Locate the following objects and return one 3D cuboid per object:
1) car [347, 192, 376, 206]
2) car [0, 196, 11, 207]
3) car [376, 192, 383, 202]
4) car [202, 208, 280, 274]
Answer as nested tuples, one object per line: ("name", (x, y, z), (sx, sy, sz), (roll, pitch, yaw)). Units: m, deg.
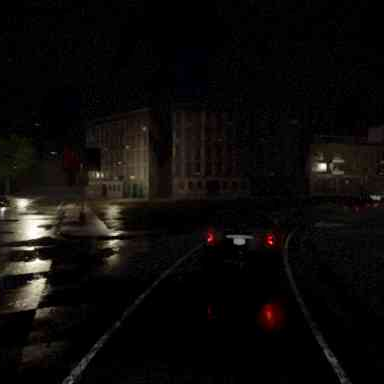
("car", (20.740, 0.835, 41.133), (4.674, 1.442, 1.812), (-2, 3, -45))
("car", (-28.061, 1.438, 48.943), (1.837, 1.490, 4.892), (0, 0, -19))
("car", (26.152, 0.681, 46.106), (4.718, 1.301, 1.895), (-2, 3, -37))
("car", (1.703, 1.296, 10.769), (2.097, 1.767, 4.553), (1, 1, 13))
